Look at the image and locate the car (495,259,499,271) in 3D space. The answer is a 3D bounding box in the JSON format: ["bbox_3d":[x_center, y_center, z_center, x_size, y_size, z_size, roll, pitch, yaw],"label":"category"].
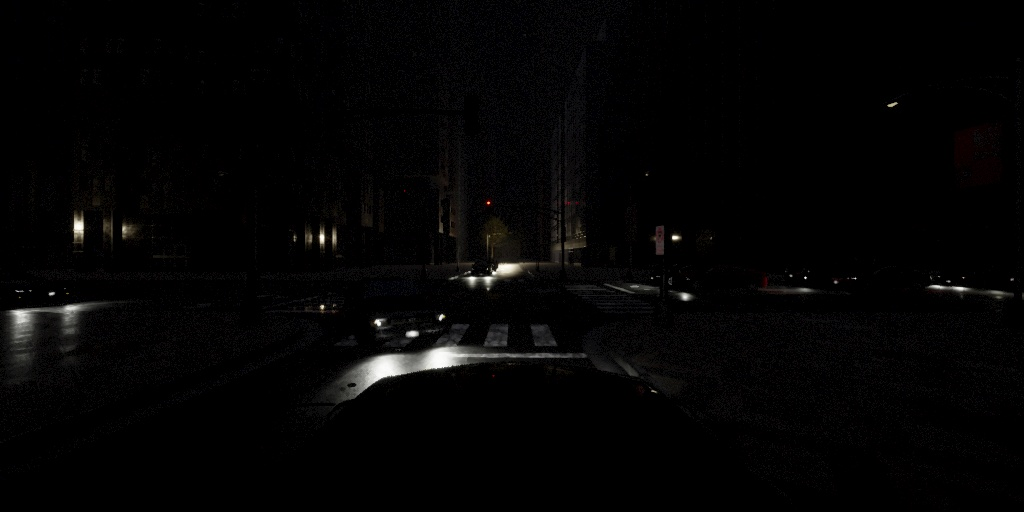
[{"bbox_3d":[-3.115,1.101,47.293,2.097,1.767,4.553,0,0,0],"label":"car"}]

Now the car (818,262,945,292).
[{"bbox_3d":[21.331,1.262,20.894,4.902,1.511,2.128,0,0,0],"label":"car"}]

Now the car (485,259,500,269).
[{"bbox_3d":[-3.125,1.241,57.209,2.128,1.511,4.902,0,0,0],"label":"car"}]

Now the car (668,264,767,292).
[{"bbox_3d":[12.007,1.237,20.937,5.008,1.535,1.882,0,0,1],"label":"car"}]

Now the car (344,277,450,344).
[{"bbox_3d":[-3.495,1.298,10.009,2.033,1.411,5.357,0,0,-31],"label":"car"}]

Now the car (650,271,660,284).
[{"bbox_3d":[11.854,1.258,24.194,4.892,1.490,1.837,0,0,-1],"label":"car"}]

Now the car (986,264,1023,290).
[{"bbox_3d":[31.944,1.007,20.845,5.566,2.045,2.150,0,0,0],"label":"car"}]

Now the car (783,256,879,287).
[{"bbox_3d":[21.585,0.986,24.129,5.566,2.045,2.150,0,0,1],"label":"car"}]

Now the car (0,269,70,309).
[{"bbox_3d":[-20.840,1.247,14.358,4.892,1.490,1.837,0,0,0],"label":"car"}]

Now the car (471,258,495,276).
[{"bbox_3d":[-3.101,1.227,37.513,1.882,1.535,5.008,0,0,1],"label":"car"}]

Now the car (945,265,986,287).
[{"bbox_3d":[32.040,1.327,24.094,5.357,1.411,2.033,0,0,0],"label":"car"}]
